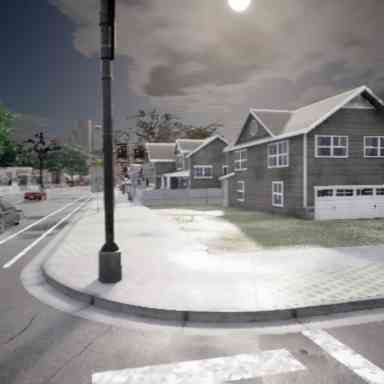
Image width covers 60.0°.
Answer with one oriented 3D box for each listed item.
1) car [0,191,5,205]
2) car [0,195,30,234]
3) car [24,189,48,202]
[{"bbox_3d":[-20.806,0.685,33.781,1.994,1.385,4.181,-1,2,-14],"label":"car"},{"bbox_3d":[-9.378,1.094,15.440,2.033,1.411,5.357,-1,2,-14],"label":"car"},{"bbox_3d":[-18.946,0.360,40.521,1.882,1.535,5.008,-1,2,-14],"label":"car"}]
